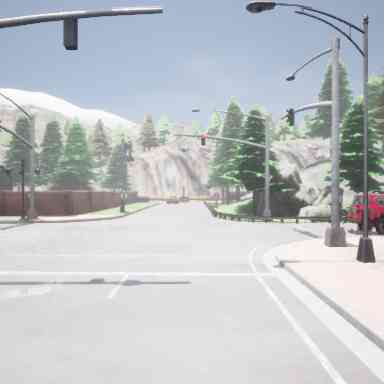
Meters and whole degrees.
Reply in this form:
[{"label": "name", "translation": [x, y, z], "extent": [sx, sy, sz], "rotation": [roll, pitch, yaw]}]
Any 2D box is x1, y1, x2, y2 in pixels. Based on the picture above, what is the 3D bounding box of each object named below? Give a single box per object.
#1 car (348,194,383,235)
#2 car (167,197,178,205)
[{"label": "car", "translation": [11.593, 1.139, 18.361], "extent": [5.566, 2.045, 2.150], "rotation": [0, 0, -1]}, {"label": "car", "translation": [-3.500, 1.606, 60.820], "extent": [1.994, 1.385, 4.181], "rotation": [0, 0, 0]}]
